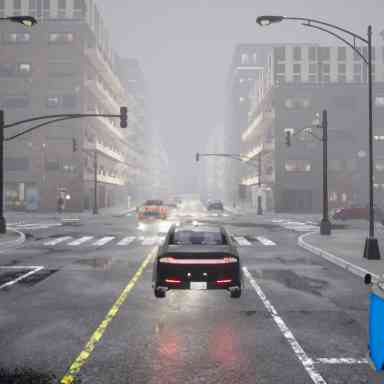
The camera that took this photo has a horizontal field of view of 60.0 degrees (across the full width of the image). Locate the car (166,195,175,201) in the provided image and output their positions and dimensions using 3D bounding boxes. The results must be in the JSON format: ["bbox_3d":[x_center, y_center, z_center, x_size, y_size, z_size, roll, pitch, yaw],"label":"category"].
[{"bbox_3d":[-5.466,1.587,85.107,2.008,1.369,4.403,1,0,0],"label":"car"}]

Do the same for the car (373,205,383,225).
[{"bbox_3d":[13.587,1.583,19.722,4.313,1.339,1.947,0,-1,1],"label":"car"}]

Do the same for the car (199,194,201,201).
[{"bbox_3d":[2.873,1.552,68.328,1.752,1.417,4.829,1,0,0],"label":"car"}]

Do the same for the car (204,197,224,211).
[{"bbox_3d":[2.802,1.580,39.946,1.947,1.339,4.313,1,0,0],"label":"car"}]

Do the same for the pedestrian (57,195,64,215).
[{"bbox_3d":[-12.461,1.217,31.425,0.375,1.860,0.375,0,-1,1],"label":"pedestrian"}]

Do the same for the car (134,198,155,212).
[{"bbox_3d":[-5.577,1.539,39.796,1.752,1.417,4.829,1,0,0],"label":"car"}]

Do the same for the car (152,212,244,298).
[{"bbox_3d":[0.122,1.494,8.488,2.128,1.511,4.902,0,0,0],"label":"car"}]

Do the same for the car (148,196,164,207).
[{"bbox_3d":[-5.548,1.459,51.252,1.967,1.590,4.097,1,0,0],"label":"car"}]

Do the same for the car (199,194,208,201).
[{"bbox_3d":[2.918,1.352,85.086,2.192,1.841,5.009,1,0,0],"label":"car"}]

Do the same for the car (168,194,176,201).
[{"bbox_3d":[-5.450,1.480,90.750,1.967,1.590,4.097,1,0,0],"label":"car"}]

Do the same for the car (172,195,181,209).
[{"bbox_3d":[-2.984,1.564,46.424,2.033,1.411,5.357,0,0,0],"label":"car"}]

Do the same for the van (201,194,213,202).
[{"bbox_3d":[2.847,1.362,56.873,1.690,1.788,3.998,1,0,0],"label":"van"}]

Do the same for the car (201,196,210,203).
[{"bbox_3d":[2.885,1.612,73.801,1.802,1.307,4.206,1,0,0],"label":"car"}]

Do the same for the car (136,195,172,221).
[{"bbox_3d":[-3.033,1.360,27.085,2.097,1.767,4.553,0,0,0],"label":"car"}]

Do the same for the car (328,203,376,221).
[{"bbox_3d":[13.712,1.608,28.104,4.097,1.590,1.967,0,-1,1],"label":"car"}]

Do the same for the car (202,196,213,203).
[{"bbox_3d":[2.816,1.567,45.588,2.008,1.369,4.403,1,0,0],"label":"car"}]

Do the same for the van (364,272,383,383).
[{"bbox_3d":[2.679,1.342,1.999,1.690,1.788,3.998,1,0,0],"label":"van"}]

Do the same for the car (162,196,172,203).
[{"bbox_3d":[-5.494,1.575,73.822,1.887,1.381,4.507,1,0,0],"label":"car"}]
